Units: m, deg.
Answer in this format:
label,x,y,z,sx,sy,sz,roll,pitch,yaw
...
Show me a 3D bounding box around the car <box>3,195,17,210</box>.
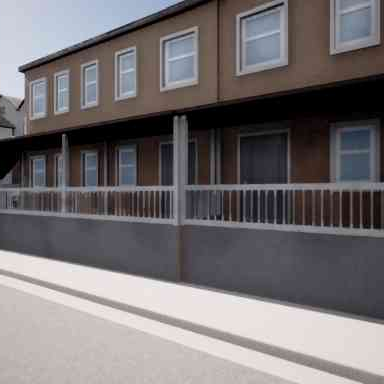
label,x,y,z,sx,sy,sz,roll,pitch,yaw
car,-15.560,1.057,28.146,1.994,1.385,4.181,0,14,35
